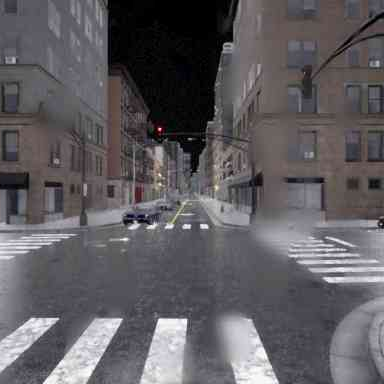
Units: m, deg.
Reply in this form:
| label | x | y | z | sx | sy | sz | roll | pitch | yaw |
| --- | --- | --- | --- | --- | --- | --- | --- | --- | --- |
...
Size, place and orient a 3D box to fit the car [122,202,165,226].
| label | x | y | z | sx | sy | sz | roll | pitch | yaw |
| --- | --- | --- | --- | --- | --- | --- | --- | --- | --- |
| car | -3.426 | 1.597 | 23.439 | 1.895 | 1.301 | 4.718 | 0 | 0 | 5 |

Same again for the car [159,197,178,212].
| label | x | y | z | sx | sy | sz | roll | pitch | yaw |
| --- | --- | --- | --- | --- | --- | --- | --- | --- | --- |
| car | -3.027 | 1.544 | 37.666 | 1.994 | 1.385 | 4.181 | 0 | 0 | 0 |

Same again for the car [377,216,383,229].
| label | x | y | z | sx | sy | sz | roll | pitch | yaw |
| --- | --- | --- | --- | --- | --- | --- | --- | --- | --- |
| car | 12.169 | 1.441 | 17.439 | 4.507 | 1.381 | 1.887 | -1 | 0 | 1 |

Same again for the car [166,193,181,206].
| label | x | y | z | sx | sy | sz | roll | pitch | yaw |
| --- | --- | --- | --- | --- | --- | --- | --- | --- | --- |
| car | -2.987 | 1.165 | 53.662 | 2.150 | 2.045 | 5.566 | 0 | 1 | 0 |
